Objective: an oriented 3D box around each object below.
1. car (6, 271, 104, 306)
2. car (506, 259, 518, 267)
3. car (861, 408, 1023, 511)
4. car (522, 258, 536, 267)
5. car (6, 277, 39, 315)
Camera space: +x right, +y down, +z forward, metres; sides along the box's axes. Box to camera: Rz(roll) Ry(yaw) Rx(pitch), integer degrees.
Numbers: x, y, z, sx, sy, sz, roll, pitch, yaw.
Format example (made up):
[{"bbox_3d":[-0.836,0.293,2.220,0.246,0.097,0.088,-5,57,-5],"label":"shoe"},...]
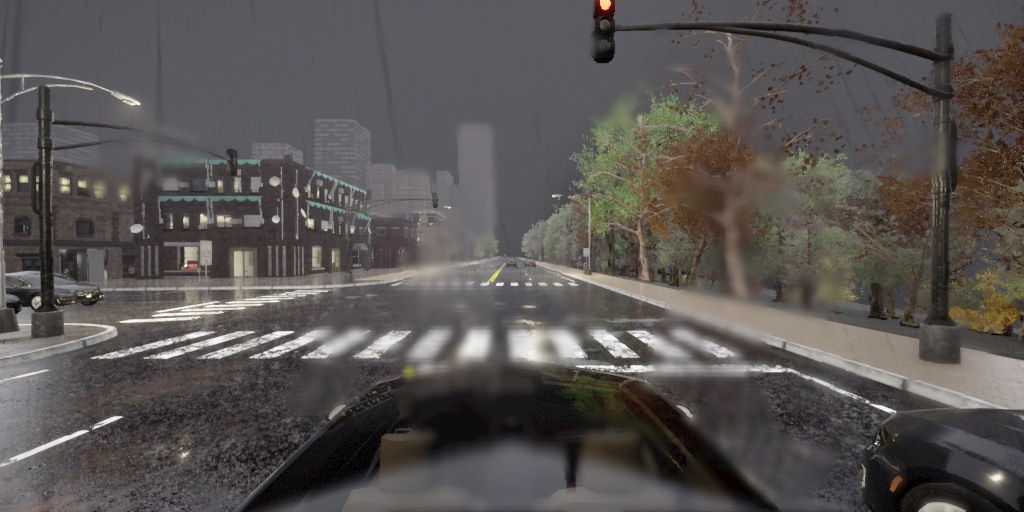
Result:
[{"bbox_3d":[-20.314,1.480,15.147,4.892,1.490,1.837,-1,1,0],"label":"car"},{"bbox_3d":[-0.044,1.231,63.069,1.837,1.490,4.892,0,0,0],"label":"car"},{"bbox_3d":[3.353,1.255,0.450,1.837,1.490,4.892,0,0,0],"label":"car"},{"bbox_3d":[3.207,1.252,63.382,1.812,1.442,4.674,0,0,0],"label":"car"},{"bbox_3d":[-19.972,1.565,12.443,4.313,1.339,1.948,0,0,0],"label":"car"}]
